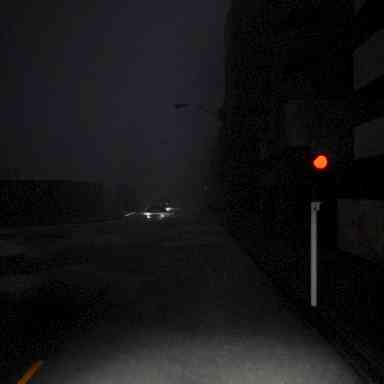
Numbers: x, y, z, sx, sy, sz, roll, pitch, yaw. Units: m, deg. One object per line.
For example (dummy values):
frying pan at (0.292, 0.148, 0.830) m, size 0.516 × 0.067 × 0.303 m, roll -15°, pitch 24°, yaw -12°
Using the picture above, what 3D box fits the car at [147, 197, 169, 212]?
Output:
car at (-4.158, 1.478, 39.535) m, size 1.882 × 1.535 × 5.008 m, roll 0°, pitch 0°, yaw 0°

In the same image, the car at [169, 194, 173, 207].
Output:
car at (-4.142, 1.505, 49.562) m, size 1.837 × 1.490 × 4.892 m, roll 0°, pitch 0°, yaw 1°
